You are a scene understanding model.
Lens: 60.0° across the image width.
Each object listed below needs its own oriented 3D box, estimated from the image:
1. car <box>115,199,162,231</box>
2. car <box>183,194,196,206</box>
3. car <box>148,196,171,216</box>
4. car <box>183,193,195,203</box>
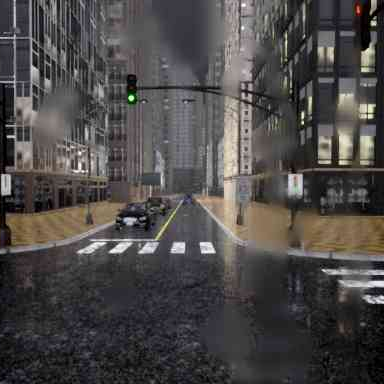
[{"bbox_3d":[-3.293,1.399,20.109,2.128,1.511,4.902,0,0,0],"label":"car"},{"bbox_3d":[-0.450,1.336,51.035,1.812,1.442,4.674,0,0,-1],"label":"car"},{"bbox_3d":[-3.360,1.224,30.338,2.097,1.767,4.553,0,0,0],"label":"car"},{"bbox_3d":[-0.538,1.135,61.021,2.097,1.767,4.553,0,0,-1],"label":"car"}]
